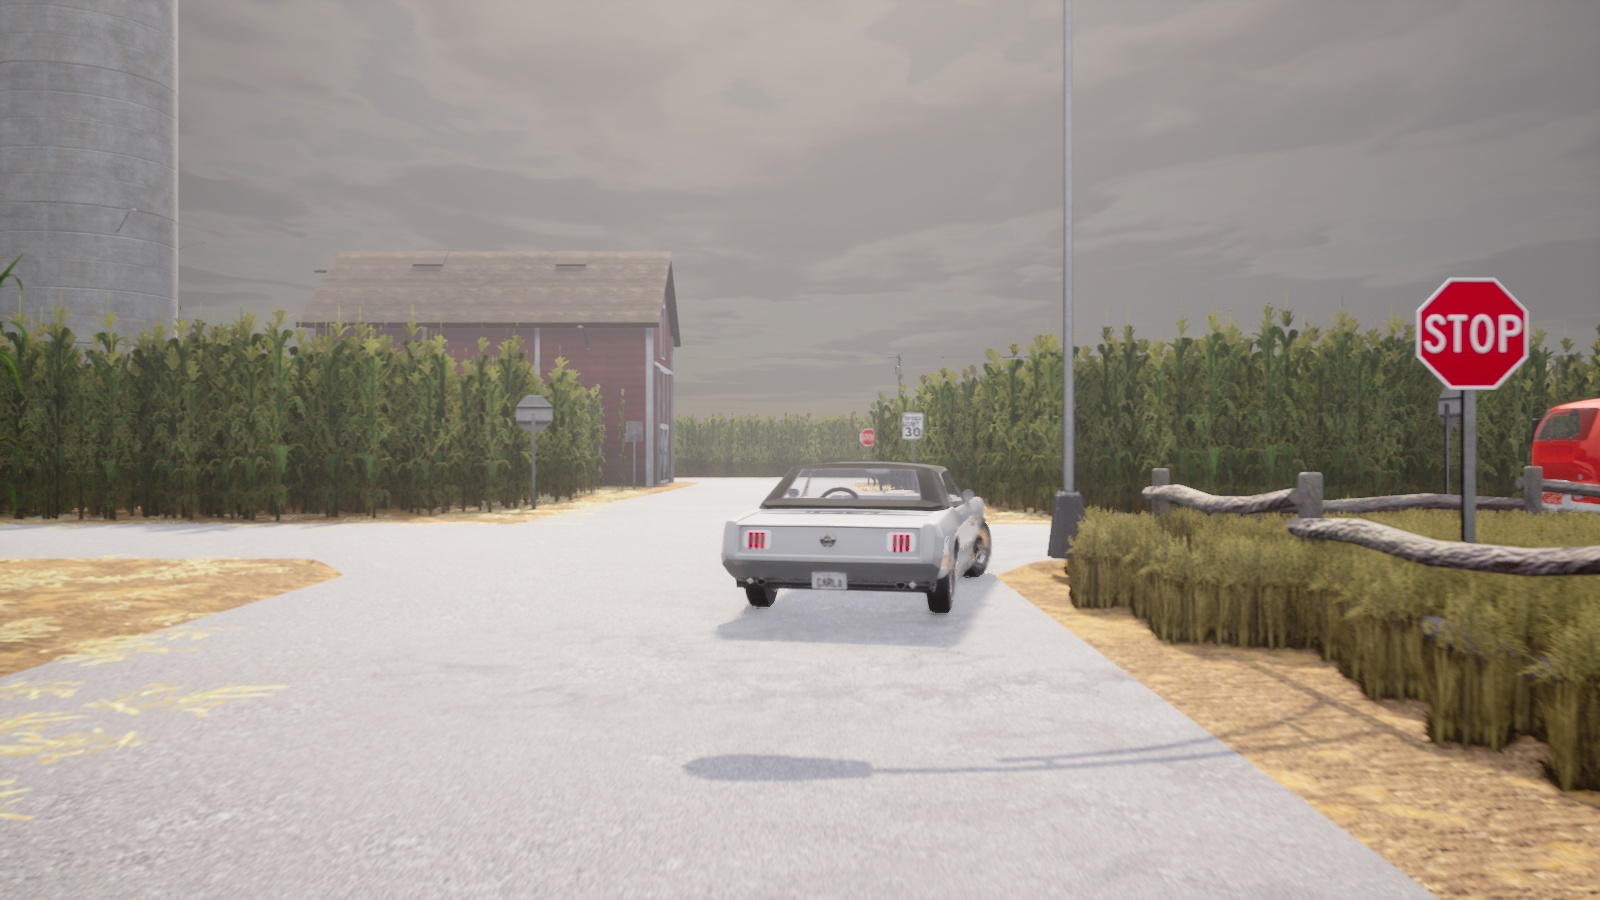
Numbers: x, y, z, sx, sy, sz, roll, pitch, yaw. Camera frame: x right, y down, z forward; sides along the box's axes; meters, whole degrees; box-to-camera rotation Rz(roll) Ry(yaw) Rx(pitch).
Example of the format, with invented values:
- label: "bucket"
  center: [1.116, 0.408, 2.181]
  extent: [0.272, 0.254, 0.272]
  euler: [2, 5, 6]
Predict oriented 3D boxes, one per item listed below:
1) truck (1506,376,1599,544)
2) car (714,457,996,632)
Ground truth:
- label: "truck"
  center: [14.383, 0.173, 19.618]
  extent: [5.204, 2.467, 2.627]
  euler: [1, 0, 0]
- label: "car"
  center: [0.776, 0.759, 12.419]
  extent: [1.895, 1.301, 4.718]
  euler: [0, 1, 14]
